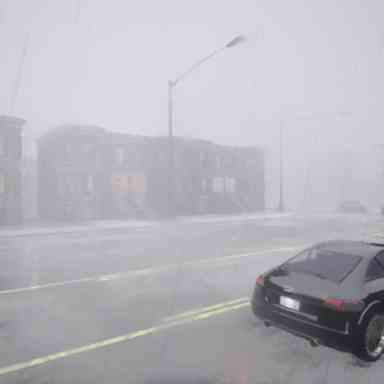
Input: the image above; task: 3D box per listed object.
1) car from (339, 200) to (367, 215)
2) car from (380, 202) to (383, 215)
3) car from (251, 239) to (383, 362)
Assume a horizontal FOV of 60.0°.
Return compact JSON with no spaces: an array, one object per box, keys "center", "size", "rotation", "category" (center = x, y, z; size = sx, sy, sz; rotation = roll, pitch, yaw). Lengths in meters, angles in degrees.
[{"center":[16.790,1.555,34.969],"size":[2.033,1.411,5.357],"rotation":[0,0,14],"category":"car"},{"center":[19.161,1.354,31.148],"size":[2.097,1.767,4.553],"rotation":[0,0,20],"category":"car"},{"center":[3.049,1.566,5.965],"size":[4.181,1.385,1.994],"rotation":[0,0,-35],"category":"car"}]
